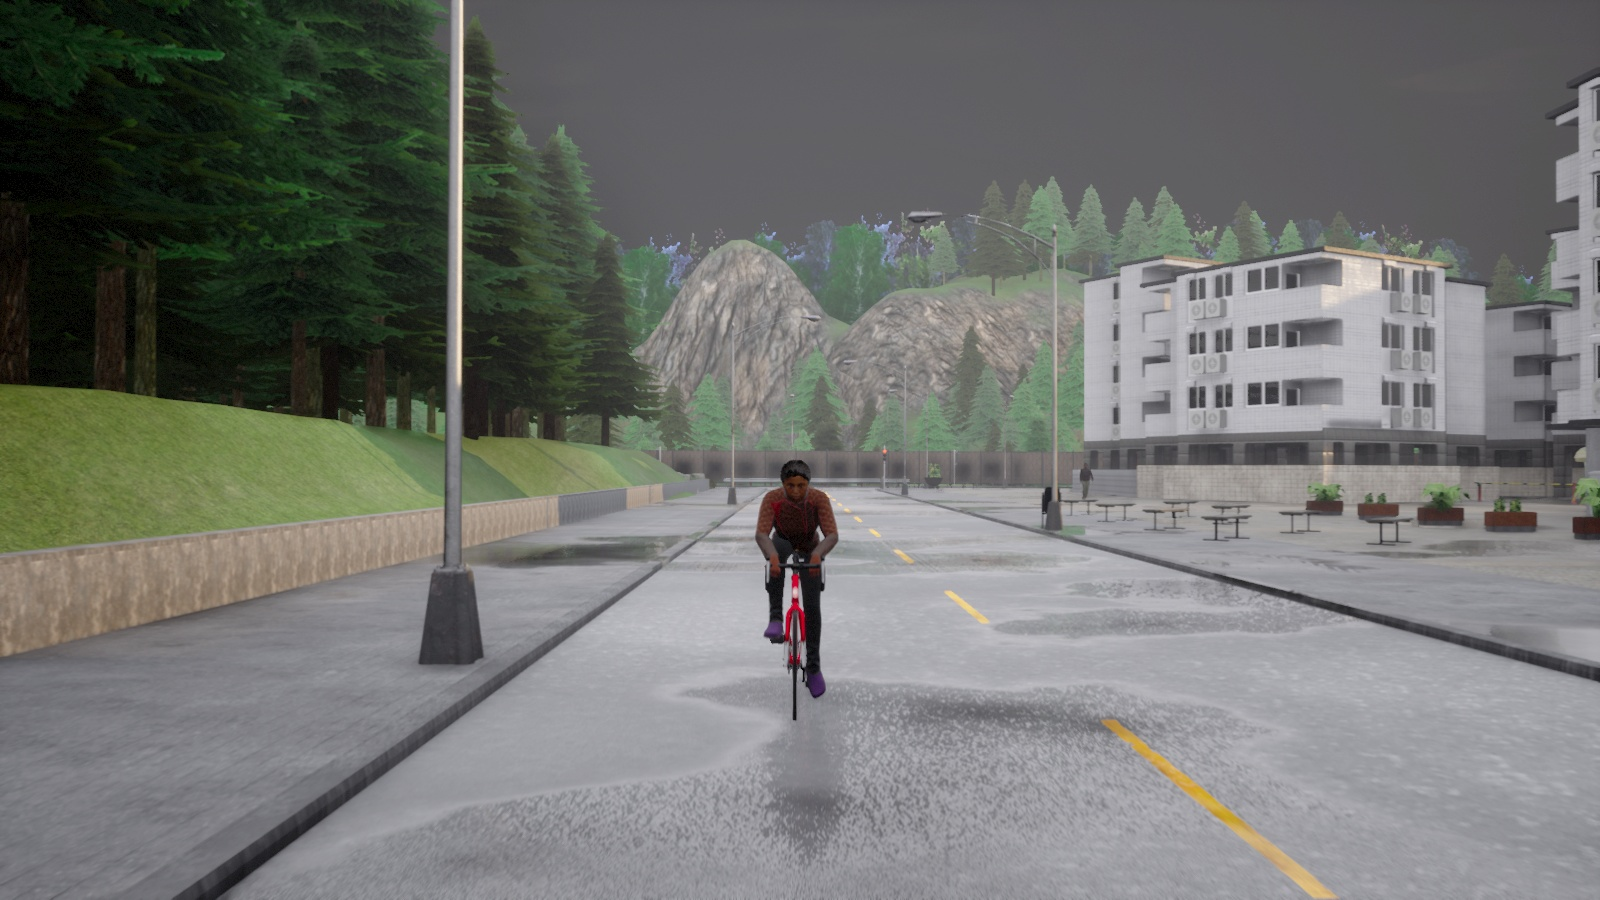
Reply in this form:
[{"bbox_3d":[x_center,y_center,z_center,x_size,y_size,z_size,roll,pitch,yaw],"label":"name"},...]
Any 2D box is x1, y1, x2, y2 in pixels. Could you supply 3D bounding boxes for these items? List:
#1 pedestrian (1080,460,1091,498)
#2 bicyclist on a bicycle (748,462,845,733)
[{"bbox_3d":[13.723,1.385,60.380,0.431,1.840,0.703,0,-1,9],"label":"pedestrian"},{"bbox_3d":[-0.024,0.893,8.379,0.582,1.620,1.656,0,0,0],"label":"bicyclist on a bicycle"}]
